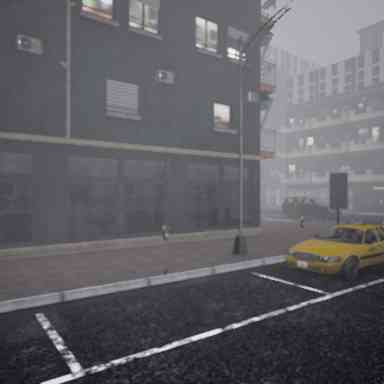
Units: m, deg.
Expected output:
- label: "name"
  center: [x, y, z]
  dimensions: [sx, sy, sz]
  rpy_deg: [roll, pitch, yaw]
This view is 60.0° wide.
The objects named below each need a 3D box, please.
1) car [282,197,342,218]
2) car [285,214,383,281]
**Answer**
- label: "car"
  center: [9.839, 1.332, 27.763]
  dimensions: [2.192, 1.841, 5.009]
  rpy_deg: [0, 0, -36]
- label: "car"
  center: [4.813, 1.553, 9.977]
  dimensions: [4.829, 1.417, 1.752]
  rpy_deg: [0, 0, -35]
